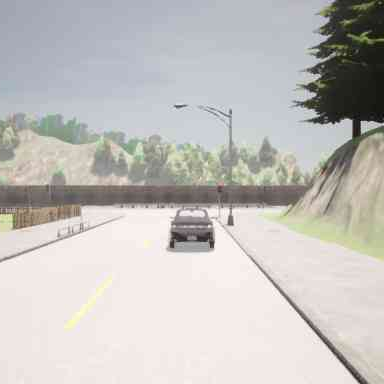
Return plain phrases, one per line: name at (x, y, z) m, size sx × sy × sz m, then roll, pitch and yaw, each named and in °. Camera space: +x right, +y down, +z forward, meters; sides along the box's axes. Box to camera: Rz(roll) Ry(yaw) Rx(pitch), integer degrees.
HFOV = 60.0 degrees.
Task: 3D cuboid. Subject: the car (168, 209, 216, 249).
car at (0.000, 1.494, 14.650) m, size 2.128 × 1.511 × 4.902 m, roll 0°, pitch 0°, yaw 0°
